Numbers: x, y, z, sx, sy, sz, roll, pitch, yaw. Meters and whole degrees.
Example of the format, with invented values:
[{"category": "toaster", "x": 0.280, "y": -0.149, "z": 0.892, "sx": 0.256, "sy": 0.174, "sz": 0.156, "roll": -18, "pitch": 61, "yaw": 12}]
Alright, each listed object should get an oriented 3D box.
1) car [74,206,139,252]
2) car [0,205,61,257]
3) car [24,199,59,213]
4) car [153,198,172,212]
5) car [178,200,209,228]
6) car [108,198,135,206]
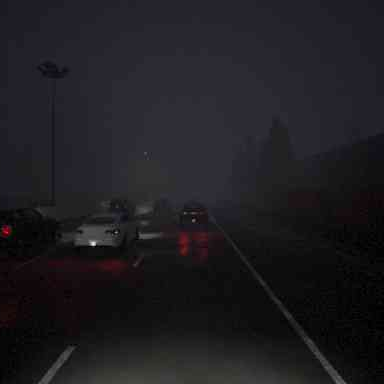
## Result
[{"category": "car", "x": -3.397, "y": 1.537, "z": 13.755, "sx": 1.812, "sy": 1.442, "sz": 4.674, "roll": 0, "pitch": 0, "yaw": 0}, {"category": "car", "x": -6.897, "y": 1.362, "z": 13.055, "sx": 2.097, "sy": 1.767, "sz": 4.553, "roll": 0, "pitch": 0, "yaw": 0}, {"category": "car", "x": -17.528, "y": 1.537, "z": 38.928, "sx": 1.837, "sy": 1.490, "sz": 4.892, "roll": 0, "pitch": 0, "yaw": 1}, {"category": "car", "x": -3.392, "y": 1.508, "z": 38.991, "sx": 1.882, "sy": 1.535, "sz": 5.008, "roll": 0, "pitch": 0, "yaw": 0}, {"category": "car", "x": 0.105, "y": 1.511, "z": 22.383, "sx": 2.128, "sy": 1.511, "sz": 4.902, "roll": 0, "pitch": 0, "yaw": 0}, {"category": "car", "x": -6.893, "y": 1.378, "z": 32.778, "sx": 2.097, "sy": 1.767, "sz": 4.553, "roll": 0, "pitch": 0, "yaw": 0}]
